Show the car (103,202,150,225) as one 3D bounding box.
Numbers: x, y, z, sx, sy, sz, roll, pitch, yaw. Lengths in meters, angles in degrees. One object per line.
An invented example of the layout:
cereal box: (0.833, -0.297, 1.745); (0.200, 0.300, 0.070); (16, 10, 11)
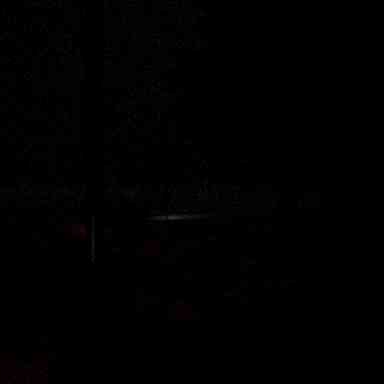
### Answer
car: (-5.127, 1.467, 24.109); (2.128, 1.511, 4.902); (3, 2, 35)

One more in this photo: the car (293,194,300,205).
car: (17.986, 1.262, 60.559); (2.150, 2.045, 5.566); (3, 1, 30)
